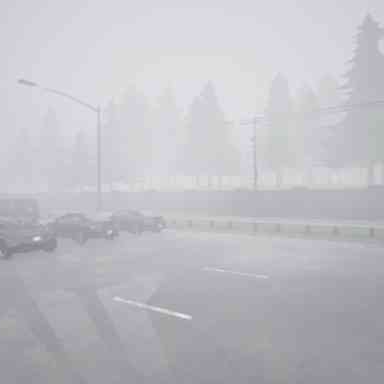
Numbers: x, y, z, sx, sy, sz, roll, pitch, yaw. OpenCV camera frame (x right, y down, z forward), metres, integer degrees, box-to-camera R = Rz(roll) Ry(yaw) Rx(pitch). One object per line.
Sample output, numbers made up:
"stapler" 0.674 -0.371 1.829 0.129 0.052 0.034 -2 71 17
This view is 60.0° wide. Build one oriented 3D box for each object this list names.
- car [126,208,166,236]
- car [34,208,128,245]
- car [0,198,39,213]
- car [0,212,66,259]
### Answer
"car" -3.581 1.679 19.346 4.674 1.442 1.812 0 0 36
"car" -5.604 1.679 16.490 4.674 1.442 1.812 0 0 36
"car" -14.725 1.529 27.265 5.566 2.045 2.150 0 0 36
"car" -7.332 1.715 13.425 4.181 1.385 1.994 -1 0 36
